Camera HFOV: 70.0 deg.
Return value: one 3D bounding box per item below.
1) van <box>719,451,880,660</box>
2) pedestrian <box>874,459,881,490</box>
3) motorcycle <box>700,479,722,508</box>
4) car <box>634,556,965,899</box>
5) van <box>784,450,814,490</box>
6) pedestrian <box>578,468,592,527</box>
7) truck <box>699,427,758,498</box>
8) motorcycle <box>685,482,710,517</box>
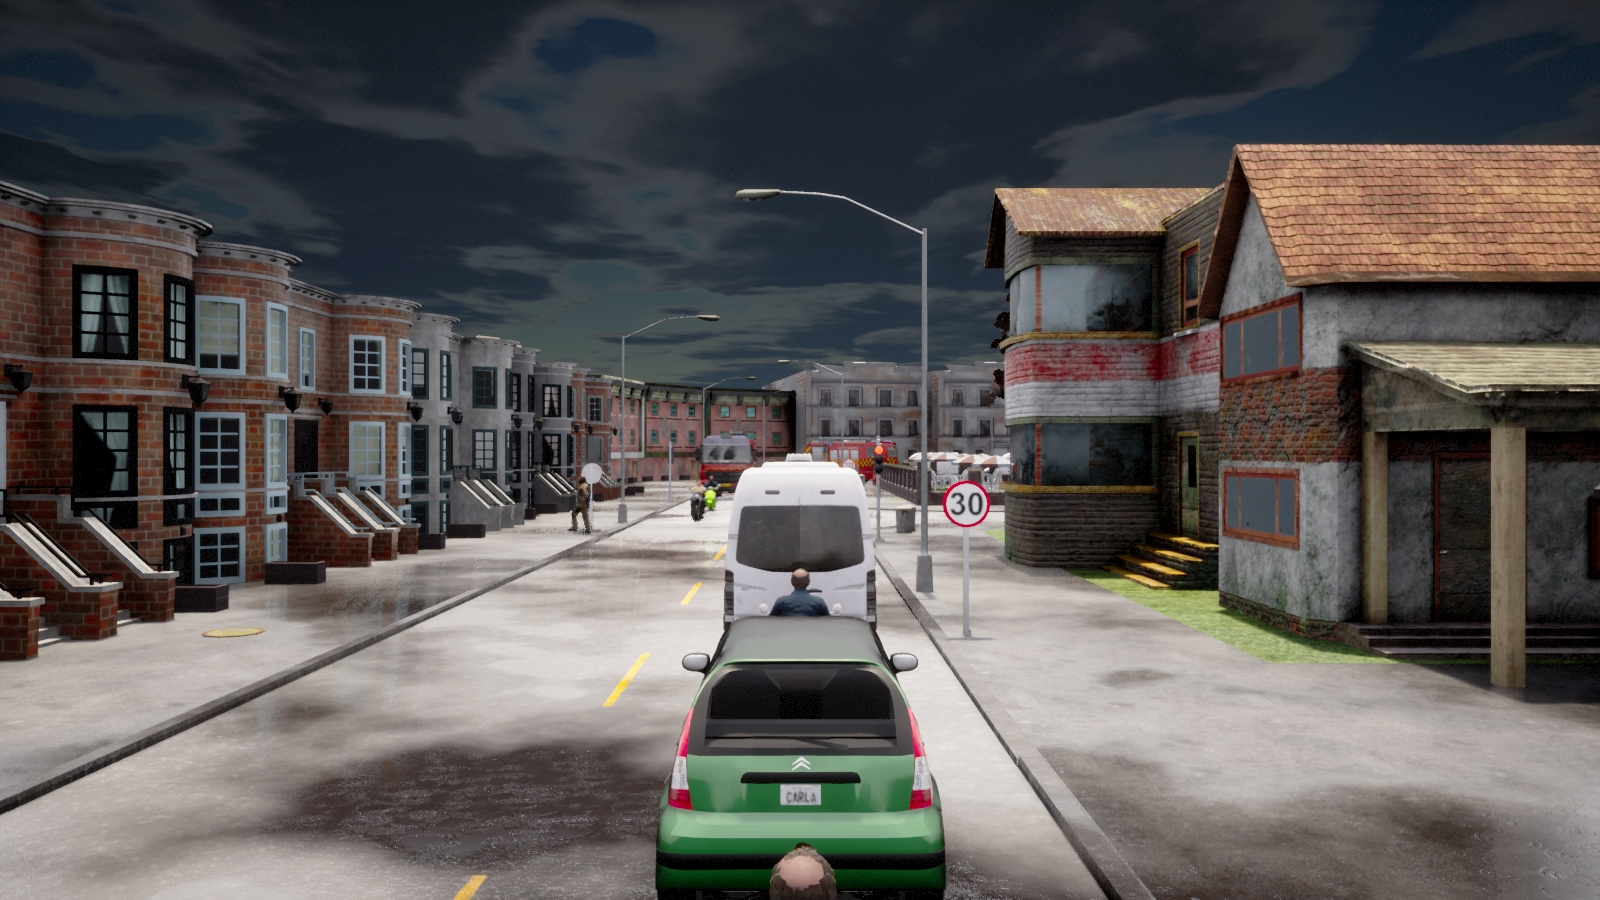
[{"bbox_3d":[-0.006,1.308,17.043,1.988,2.561,5.915,0,0,0],"label":"van"},{"bbox_3d":[4.761,1.499,70.274,0.375,1.860,0.375,0,0,-1],"label":"pedestrian"},{"bbox_3d":[-4.006,1.942,51.468,0.856,1.236,1.805,0,0,0],"label":"motorcycle"},{"bbox_3d":[-0.003,1.776,8.385,1.851,1.617,3.988,0,0,0],"label":"car"},{"bbox_3d":[-0.059,1.286,76.777,1.988,2.561,5.915,0,0,0],"label":"van"},{"bbox_3d":[-6.818,1.512,36.261,0.375,1.860,0.375,0,0,3],"label":"pedestrian"},{"bbox_3d":[-4.024,0.645,65.890,2.891,3.827,8.468,0,0,0],"label":"truck"},{"bbox_3d":[-4.003,1.933,44.916,0.764,1.277,2.356,0,0,0],"label":"motorcycle"}]
